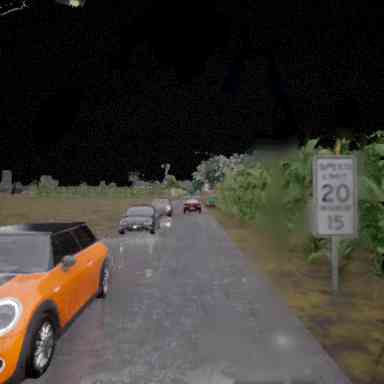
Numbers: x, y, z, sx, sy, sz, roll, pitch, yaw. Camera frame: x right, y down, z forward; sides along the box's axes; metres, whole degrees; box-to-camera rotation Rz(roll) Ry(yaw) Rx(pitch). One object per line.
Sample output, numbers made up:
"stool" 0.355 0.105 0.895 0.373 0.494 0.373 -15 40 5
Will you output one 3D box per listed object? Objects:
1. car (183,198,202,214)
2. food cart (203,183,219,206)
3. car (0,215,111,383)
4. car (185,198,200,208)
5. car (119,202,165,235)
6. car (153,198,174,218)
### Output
"car" 0.039 1.467 35.761 1.882 1.535 5.008 0 0 0
"food cart" 3.144 0.443 55.623 2.280 3.560 4.660 -1 -1 0
"car" -2.843 1.354 5.493 2.097 1.767 4.553 0 0 0
"car" 0.064 1.547 47.564 1.994 1.385 4.181 0 0 0
"car" -2.827 1.506 18.861 1.837 1.490 4.892 0 0 0
"car" -2.795 1.346 30.438 2.097 1.767 4.553 0 0 1
